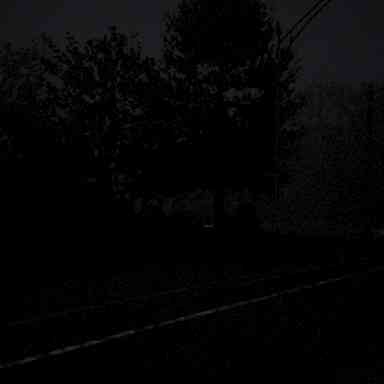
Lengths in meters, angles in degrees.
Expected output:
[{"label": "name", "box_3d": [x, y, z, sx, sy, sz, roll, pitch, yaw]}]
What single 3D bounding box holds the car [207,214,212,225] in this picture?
[{"label": "car", "box_3d": [0.783, 2.514, 32.524, 1.882, 1.535, 5.008, 3, -5, -40]}]
